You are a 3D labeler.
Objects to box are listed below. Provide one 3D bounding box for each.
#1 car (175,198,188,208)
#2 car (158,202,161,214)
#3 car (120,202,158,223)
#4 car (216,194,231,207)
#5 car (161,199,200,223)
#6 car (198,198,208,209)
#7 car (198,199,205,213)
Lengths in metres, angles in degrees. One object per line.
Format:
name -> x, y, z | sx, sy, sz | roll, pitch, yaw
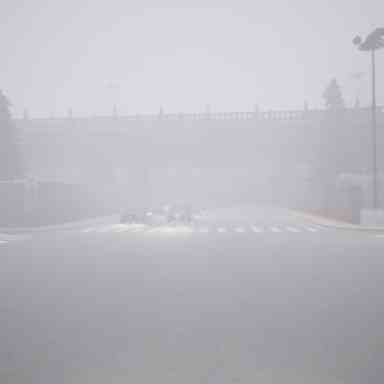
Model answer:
car -> -1.761, 1.825, 56.597 | 1.812, 1.442, 4.674 | -1, 0, 3
car -> -3.512, 1.769, 36.316 | 2.033, 1.411, 5.357 | -1, 0, 5
car -> -4.413, 1.751, 27.121 | 1.994, 1.385, 4.181 | -1, 0, 7
car -> 5.459, 1.436, 57.189 | 2.150, 2.045, 5.566 | -1, 0, 2
car -> -0.839, 1.637, 27.312 | 2.128, 1.511, 4.902 | -1, 0, 5
car -> 0.837, 1.812, 44.952 | 1.895, 1.301, 4.718 | -1, 0, 6
car -> -0.003, 1.742, 36.163 | 1.994, 1.385, 4.181 | -1, 0, 6
